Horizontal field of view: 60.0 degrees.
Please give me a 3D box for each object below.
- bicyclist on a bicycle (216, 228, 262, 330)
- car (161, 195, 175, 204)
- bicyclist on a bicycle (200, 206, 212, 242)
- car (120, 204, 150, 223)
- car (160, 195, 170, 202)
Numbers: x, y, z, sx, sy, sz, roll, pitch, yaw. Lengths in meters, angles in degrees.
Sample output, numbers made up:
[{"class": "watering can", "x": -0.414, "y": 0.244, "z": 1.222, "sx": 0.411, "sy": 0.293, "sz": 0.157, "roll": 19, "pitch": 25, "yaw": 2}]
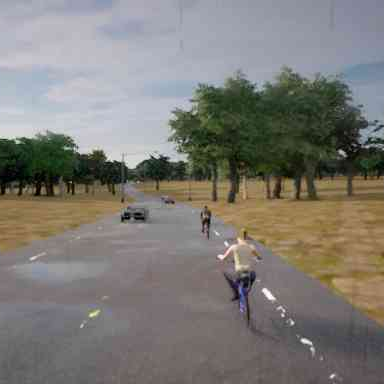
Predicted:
[{"class": "bicyclist on a bicycle", "x": 0.870, "y": 1.436, "z": 5.922, "sx": 0.866, "sy": 1.612, "sz": 1.509, "roll": 0, "pitch": 0, "yaw": -1}, {"class": "car", "x": -4.457, "y": 1.653, "z": 65.141, "sx": 1.895, "sy": 1.301, "sz": 4.718, "roll": 0, "pitch": 0, "yaw": -7}, {"class": "bicyclist on a bicycle", "x": 0.651, "y": 1.460, "z": 15.459, "sx": 0.582, "sy": 1.620, "sz": 1.656, "roll": 0, "pitch": 0, "yaw": -2}, {"class": "car", "x": -4.394, "y": 1.634, "z": 26.073, "sx": 1.895, "sy": 1.301, "sz": 4.718, "roll": 0, "pitch": 0, "yaw": -3}, {"class": "car", "x": -6.249, "y": 1.504, "z": 77.245, "sx": 1.882, "sy": 1.535, "sz": 5.008, "roll": 0, "pitch": 0, "yaw": -9}]
